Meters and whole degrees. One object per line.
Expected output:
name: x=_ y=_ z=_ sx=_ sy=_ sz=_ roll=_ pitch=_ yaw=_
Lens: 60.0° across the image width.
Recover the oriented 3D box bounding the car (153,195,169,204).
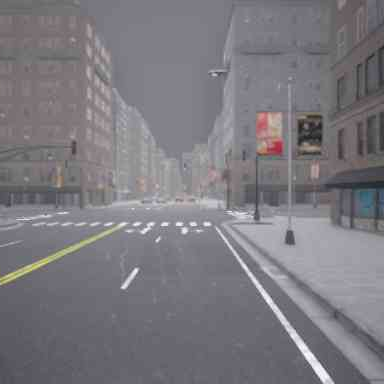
car: x=-6.553 y=1.880 z=71.162 sx=1.812 sy=1.442 sz=4.674 roll=0 pitch=0 yaw=0

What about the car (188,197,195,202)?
car: x=-0.070 y=1.987 z=94.414 sx=1.994 sy=1.385 sz=4.181 roll=0 pitch=0 yaw=0

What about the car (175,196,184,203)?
car: x=-3.312 y=1.905 z=83.995 sx=1.882 sy=1.535 sz=5.008 roll=0 pitch=0 yaw=0

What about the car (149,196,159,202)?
car: x=-9.814 y=1.873 z=86.771 sx=2.128 sy=1.511 sz=4.902 roll=0 pitch=0 yaw=0

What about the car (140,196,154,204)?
car: x=-9.803 y=1.834 z=71.161 sx=1.882 sy=1.535 sz=5.008 roll=0 pitch=0 yaw=0

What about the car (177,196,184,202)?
car: x=-3.320 y=1.913 z=94.412 sx=1.882 sy=1.535 sz=5.008 roll=0 pitch=0 yaw=0

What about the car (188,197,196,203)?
car: x=-0.062 y=1.904 z=83.965 sx=1.882 sy=1.535 sz=5.008 roll=0 pitch=0 yaw=0

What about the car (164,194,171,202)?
car: x=-6.565 y=1.572 z=86.745 sx=2.150 sy=2.045 sz=5.566 roll=0 pitch=0 yaw=0
